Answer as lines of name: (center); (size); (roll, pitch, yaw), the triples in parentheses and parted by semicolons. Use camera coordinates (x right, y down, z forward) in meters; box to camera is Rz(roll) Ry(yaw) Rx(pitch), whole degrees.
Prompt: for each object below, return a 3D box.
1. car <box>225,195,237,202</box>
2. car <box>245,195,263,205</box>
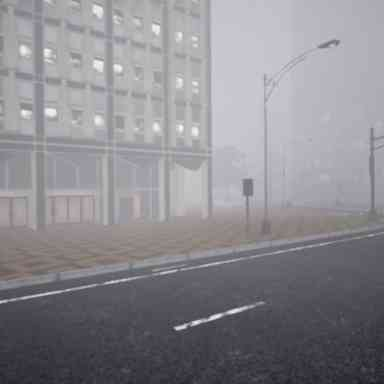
car: (8.286, 1.299, 71.183); (2.128, 1.511, 4.902); (-1, 0, -8)
car: (10.366, 1.320, 55.737); (1.882, 1.535, 5.008); (-1, 0, -7)
